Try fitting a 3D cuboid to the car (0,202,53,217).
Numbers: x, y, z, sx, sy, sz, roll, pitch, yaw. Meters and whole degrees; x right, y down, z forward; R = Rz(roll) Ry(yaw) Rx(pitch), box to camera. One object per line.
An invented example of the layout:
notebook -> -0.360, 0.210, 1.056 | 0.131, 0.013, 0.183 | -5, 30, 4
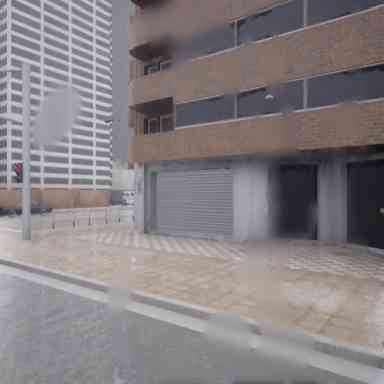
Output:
car -> -15.608, 1.601, 31.018 | 1.895, 1.301, 4.718 | 0, 0, 36
